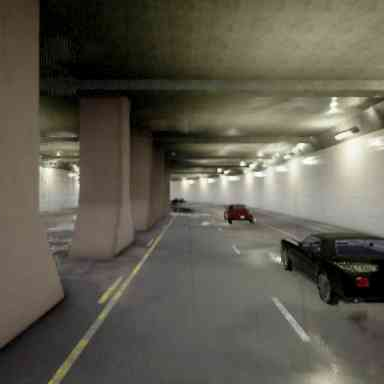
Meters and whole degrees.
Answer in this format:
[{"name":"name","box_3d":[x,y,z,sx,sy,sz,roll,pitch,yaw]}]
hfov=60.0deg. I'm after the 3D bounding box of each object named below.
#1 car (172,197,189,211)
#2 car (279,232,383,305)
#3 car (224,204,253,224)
[{"name":"car","box_3d":[-1.338,1.688,43.172,1.812,1.442,4.674,0,0,-3]},{"name":"car","box_3d":[3.597,1.632,8.125,1.895,1.301,4.718,0,0,0]},{"name":"car","box_3d":[3.579,1.623,25.873,1.812,1.442,4.674,0,0,0]}]
